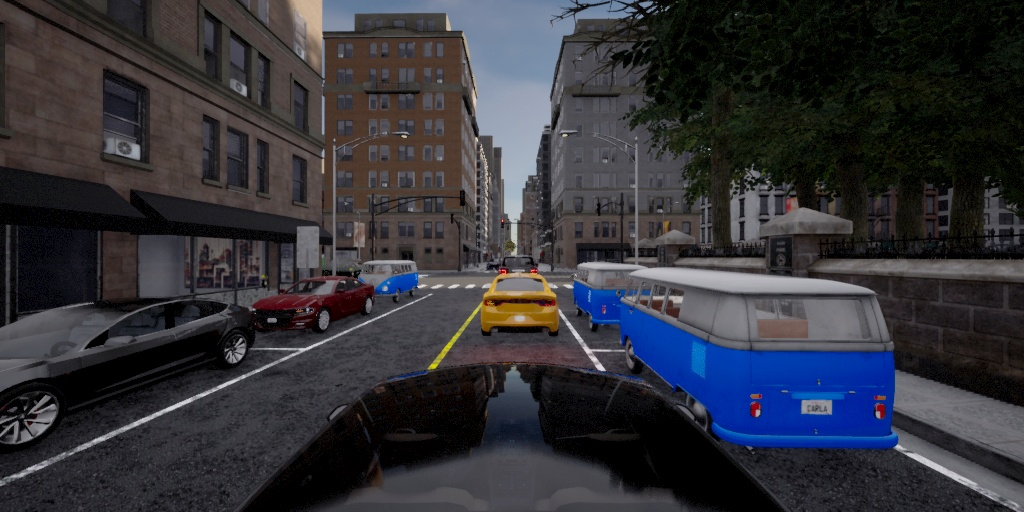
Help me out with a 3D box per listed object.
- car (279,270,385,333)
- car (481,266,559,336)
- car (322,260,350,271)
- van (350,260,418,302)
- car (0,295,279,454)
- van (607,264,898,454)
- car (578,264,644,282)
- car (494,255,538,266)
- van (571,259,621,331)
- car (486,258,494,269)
[{"bbox_3d":[-5.697,1.294,10.818,1.888,1.381,4.507,0,0,1],"label":"car"},{"bbox_3d":[0.224,1.226,10.405,1.882,1.535,5.008,0,0,1],"label":"car"},{"bbox_3d":[-12.545,1.081,28.334,4.553,1.767,2.097,0,0,4],"label":"car"},{"bbox_3d":[-5.584,1.087,16.477,1.690,1.789,3.998,0,0,1],"label":"van"},{"bbox_3d":[-5.809,1.315,5.159,1.948,1.339,4.313,0,0,1],"label":"car"},{"bbox_3d":[2.714,1.090,5.001,1.690,1.789,3.998,0,0,1],"label":"van"},{"bbox_3d":[7.738,1.314,28.454,4.718,1.301,1.895,0,0,0],"label":"car"},{"bbox_3d":[0.328,0.965,20.361,2.150,2.045,5.566,0,0,0],"label":"car"},{"bbox_3d":[2.827,1.089,10.658,1.690,1.789,3.998,0,0,1],"label":"van"},{"bbox_3d":[-2.311,1.085,49.610,2.097,1.767,4.553,0,0,2],"label":"car"}]
